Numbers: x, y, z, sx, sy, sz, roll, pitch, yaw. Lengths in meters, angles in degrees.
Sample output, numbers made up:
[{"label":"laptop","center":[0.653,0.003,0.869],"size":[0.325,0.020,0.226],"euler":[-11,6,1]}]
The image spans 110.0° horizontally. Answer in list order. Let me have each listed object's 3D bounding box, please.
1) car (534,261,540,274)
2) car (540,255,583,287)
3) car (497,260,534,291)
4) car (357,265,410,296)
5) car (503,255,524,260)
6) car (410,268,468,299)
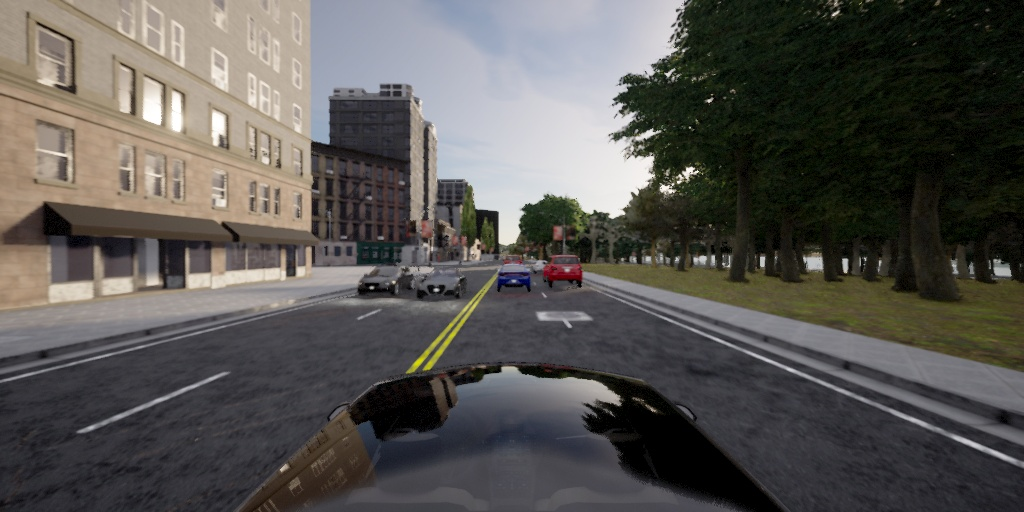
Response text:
[{"label":"car","center":[3.369,1.237,41.191],"size":[1.812,1.442,4.674],"euler":[0,0,0]},{"label":"car","center":[3.360,0.953,24.443],"size":[2.150,2.045,5.566],"euler":[0,0,0]},{"label":"car","center":[0.108,1.211,21.815],"size":[1.882,1.535,5.008],"euler":[0,0,0]},{"label":"car","center":[-6.590,1.242,19.273],"size":[1.837,1.490,4.892],"euler":[0,0,0]},{"label":"car","center":[0.119,0.933,40.311],"size":[2.150,2.045,5.566],"euler":[0,0,0]},{"label":"car","center":[-3.342,1.302,17.811],"size":[1.994,1.385,4.181],"euler":[0,0,0]}]
